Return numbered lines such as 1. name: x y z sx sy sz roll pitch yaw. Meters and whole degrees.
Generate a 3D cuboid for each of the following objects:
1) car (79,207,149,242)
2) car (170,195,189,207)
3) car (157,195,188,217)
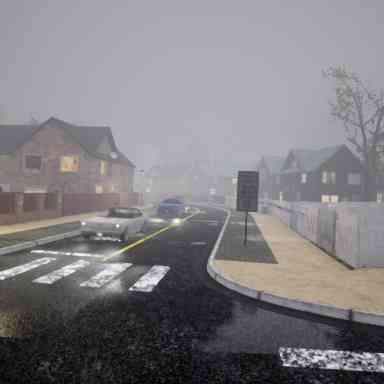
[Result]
1. car: -3.463 1.407 15.652 1.895 1.301 4.718 3 0 7
2. car: -1.844 1.280 47.915 1.837 1.490 4.892 3 -1 -12
3. car: -1.723 1.272 28.967 1.882 1.535 5.008 3 0 7
